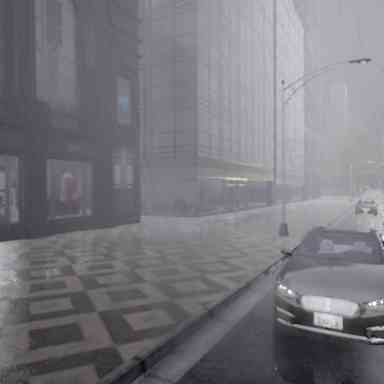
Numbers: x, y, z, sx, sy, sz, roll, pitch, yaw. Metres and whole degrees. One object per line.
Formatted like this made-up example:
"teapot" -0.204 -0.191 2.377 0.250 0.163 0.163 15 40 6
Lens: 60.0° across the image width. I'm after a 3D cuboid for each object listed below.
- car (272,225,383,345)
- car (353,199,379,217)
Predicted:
"car" 3.018 1.487 6.676 2.128 1.511 4.902 0 0 28
"car" 16.475 1.454 31.463 2.128 1.511 4.902 0 0 28
